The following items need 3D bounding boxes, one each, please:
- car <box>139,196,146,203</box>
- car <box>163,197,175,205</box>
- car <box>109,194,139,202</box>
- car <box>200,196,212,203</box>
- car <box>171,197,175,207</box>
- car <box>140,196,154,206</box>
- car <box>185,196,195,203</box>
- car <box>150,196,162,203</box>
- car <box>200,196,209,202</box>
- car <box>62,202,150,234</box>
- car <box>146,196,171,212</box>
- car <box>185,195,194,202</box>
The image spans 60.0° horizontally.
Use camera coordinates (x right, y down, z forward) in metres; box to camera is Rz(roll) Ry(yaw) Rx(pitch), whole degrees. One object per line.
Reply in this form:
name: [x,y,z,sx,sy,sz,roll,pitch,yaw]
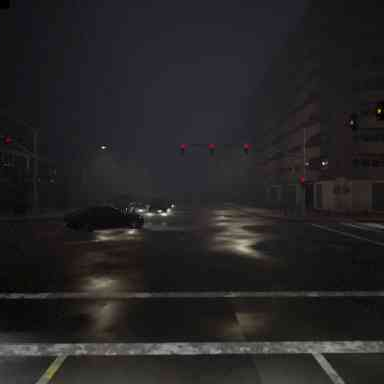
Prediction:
car: [-7.386,1.469,45.076,1.882,1.535,5.008,0,0,0]
car: [-3.961,1.553,58.130,1.994,1.385,4.181,0,0,-1]
car: [-7.317,1.215,35.073,2.150,2.045,5.566,0,0,0]
car: [3.046,1.551,68.447,1.994,1.385,4.181,0,0,0]
car: [-3.902,1.483,48.115,2.128,1.511,4.902,0,0,0]
car: [-7.447,1.494,55.387,1.837,1.490,4.892,0,0,0]
car: [-0.451,1.513,68.026,1.812,1.442,4.674,0,0,0]
car: [-7.457,1.588,68.938,1.895,1.301,4.718,0,0,0]
car: [2.979,1.576,78.391,1.895,1.301,4.718,0,0,0]
car: [-5.091,1.540,19.425,4.674,1.442,1.812,0,1,-36]
car: [-3.839,1.470,38.627,1.882,1.535,5.008,0,0,0]
car: [-0.521,1.533,78.336,1.994,1.385,4.181,0,0,0]
